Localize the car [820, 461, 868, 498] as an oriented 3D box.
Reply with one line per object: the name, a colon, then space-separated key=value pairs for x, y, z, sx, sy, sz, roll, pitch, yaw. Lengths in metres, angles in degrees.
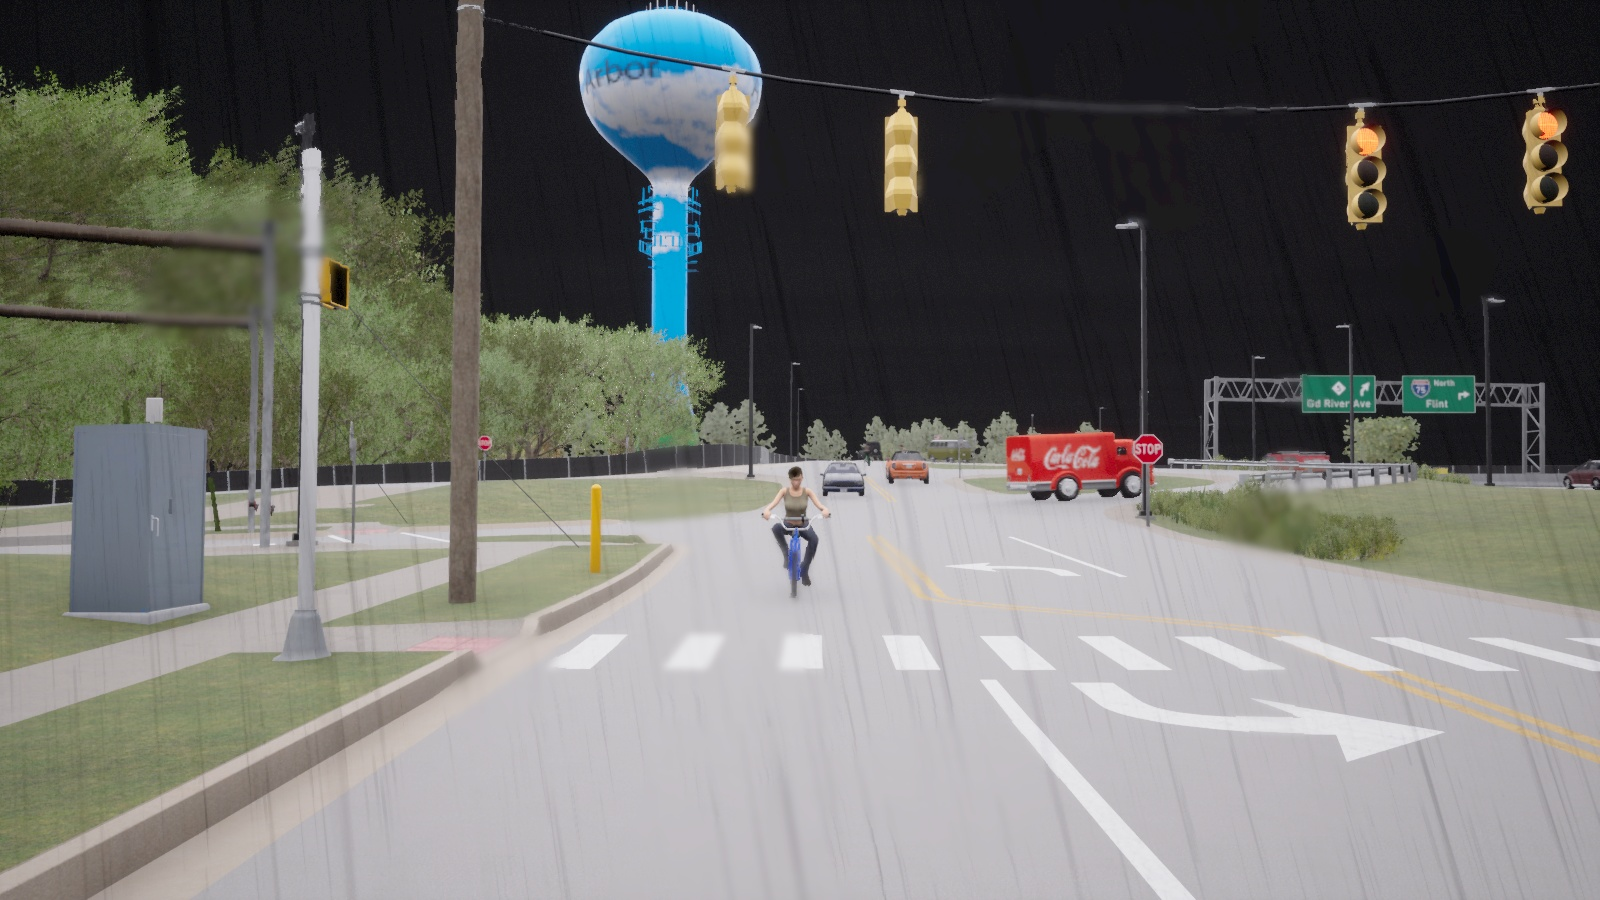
car: x=1.904 y=1.257 z=55.333 sx=2.033 sy=1.411 sz=5.357 roll=0 pitch=1 yaw=1

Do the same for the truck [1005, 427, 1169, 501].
truck: x=10.608 y=0.520 z=46.588 sx=5.204 sy=2.467 sz=2.627 roll=-2 pitch=-1 yaw=-13

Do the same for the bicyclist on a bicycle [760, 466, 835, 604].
bicyclist on a bicycle: x=-0.040 y=1.007 z=15.503 sx=0.866 sy=1.612 sz=1.509 roll=0 pitch=-1 yaw=-1

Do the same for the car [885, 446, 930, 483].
car: x=5.678 y=0.760 z=66.932 sx=2.097 sy=1.767 sz=4.553 roll=0 pitch=2 yaw=2

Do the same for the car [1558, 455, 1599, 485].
car: x=42.373 y=1.052 z=66.857 sx=1.789 sy=1.549 sz=3.705 roll=0 pitch=-1 yaw=1
